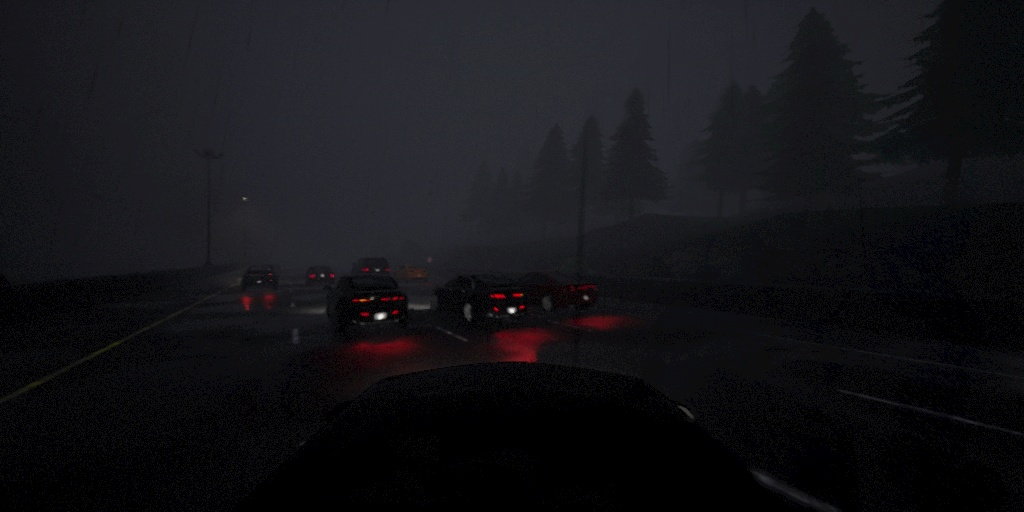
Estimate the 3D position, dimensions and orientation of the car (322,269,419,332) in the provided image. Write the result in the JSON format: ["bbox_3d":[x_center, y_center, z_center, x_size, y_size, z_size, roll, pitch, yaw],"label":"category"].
[{"bbox_3d":[-4.659,1.313,11.295,1.837,1.490,4.892,1,-1,-32],"label":"car"}]

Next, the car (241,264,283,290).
[{"bbox_3d":[-16.406,1.346,23.537,2.128,1.511,4.902,1,-1,-32],"label":"car"}]

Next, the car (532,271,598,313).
[{"bbox_3d":[1.336,1.350,14.910,1.882,1.535,5.008,1,-1,-32],"label":"car"}]

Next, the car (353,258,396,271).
[{"bbox_3d":[-11.243,1.145,28.493,2.150,2.045,5.566,1,-1,-32],"label":"car"}]

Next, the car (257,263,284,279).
[{"bbox_3d":[-24.304,1.470,36.214,2.033,1.411,5.357,1,-1,-32],"label":"car"}]

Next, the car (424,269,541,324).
[{"bbox_3d":[-1.281,1.342,12.491,1.837,1.490,4.892,1,-1,-32],"label":"car"}]

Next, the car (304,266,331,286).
[{"bbox_3d":[-14.583,1.443,27.228,2.033,1.411,5.357,1,-1,-32],"label":"car"}]

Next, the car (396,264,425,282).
[{"bbox_3d":[-8.865,1.439,31.290,1.882,1.535,5.008,1,-1,-32],"label":"car"}]
